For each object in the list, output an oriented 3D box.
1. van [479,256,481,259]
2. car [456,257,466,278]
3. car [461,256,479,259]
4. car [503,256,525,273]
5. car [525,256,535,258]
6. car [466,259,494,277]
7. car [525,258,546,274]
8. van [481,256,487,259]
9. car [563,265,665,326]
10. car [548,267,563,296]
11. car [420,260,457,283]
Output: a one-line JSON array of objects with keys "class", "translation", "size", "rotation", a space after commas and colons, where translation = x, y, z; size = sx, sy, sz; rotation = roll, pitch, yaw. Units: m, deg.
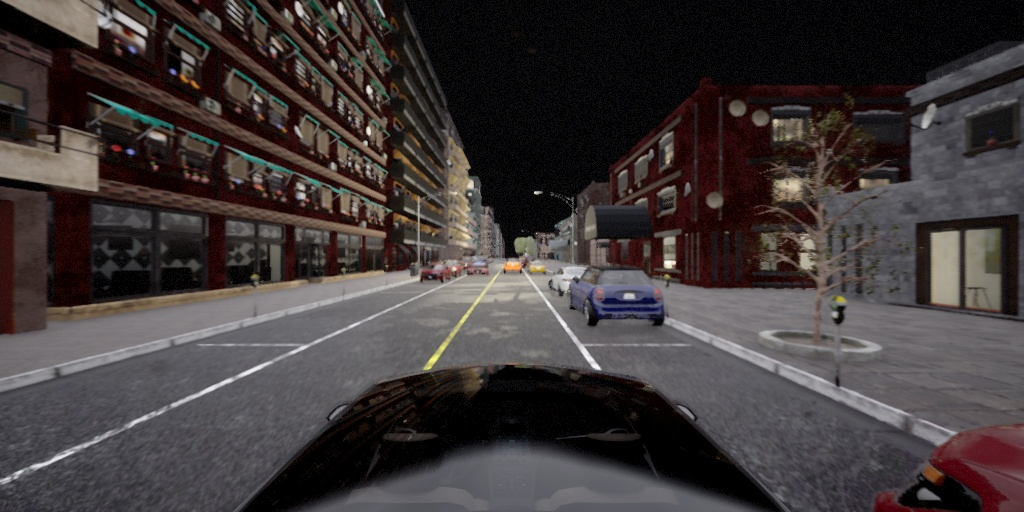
[{"class": "van", "translation": [-5.694, 0.987, 49.344], "size": [1.690, 1.789, 3.998], "rotation": [0, 0, 0]}, {"class": "car", "translation": [-5.693, 1.116, 32.725], "size": [1.967, 1.591, 4.097], "rotation": [0, 0, 0]}, {"class": "car", "translation": [-5.694, 0.970, 43.804], "size": [2.192, 1.841, 5.009], "rotation": [0, 0, 0]}, {"class": "car", "translation": [0.082, 1.010, 41.849], "size": [2.097, 1.767, 4.553], "rotation": [0, 0, 0]}, {"class": "car", "translation": [2.686, 0.953, 54.883], "size": [2.192, 1.841, 5.009], "rotation": [0, 0, 0]}, {"class": "car", "translation": [-3.093, 1.237, 34.434], "size": [1.994, 1.385, 4.181], "rotation": [0, 0, 0]}, {"class": "car", "translation": [2.687, 1.190, 38.436], "size": [1.751, 1.417, 4.829], "rotation": [0, 0, 0]}, {"class": "van", "translation": [-5.696, 0.972, 60.421], "size": [1.690, 1.789, 3.998], "rotation": [0, 0, 0]}, {"class": "car", "translation": [3.112, 1.076, 11.643], "size": [2.097, 1.767, 4.553], "rotation": [0, 0, 0]}, {"class": "car", "translation": [3.147, 1.232, 18.674], "size": [1.812, 1.442, 4.674], "rotation": [0, 0, 0]}, {"class": "car", "translation": [-5.693, 1.233, 27.187], "size": [1.888, 1.381, 4.507], "rotation": [0, 0, 0]}]
